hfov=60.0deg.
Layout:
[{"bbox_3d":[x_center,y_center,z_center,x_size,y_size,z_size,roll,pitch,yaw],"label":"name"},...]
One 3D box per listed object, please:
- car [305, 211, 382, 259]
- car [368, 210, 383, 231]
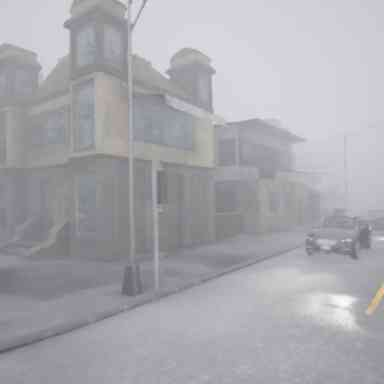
[{"bbox_3d":[6.280,1.769,13.990,2.128,1.511,4.902,-2,-2,37],"label":"car"},{"bbox_3d":[12.226,1.915,21.971,1.812,1.442,4.674,-2,-2,36],"label":"car"}]
